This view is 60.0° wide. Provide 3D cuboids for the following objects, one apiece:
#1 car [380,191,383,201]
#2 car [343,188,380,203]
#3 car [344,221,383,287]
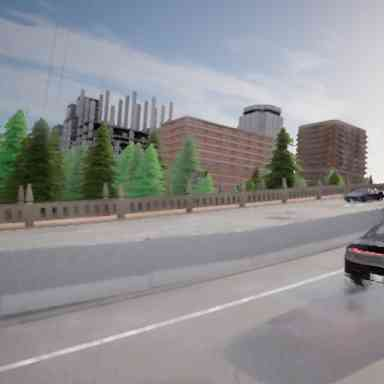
[{"bbox_3d":[20.220,0.331,31.595,4.718,1.301,1.895,-3,2,-36],"label":"car"},{"bbox_3d":[17.729,0.321,34.119,5.357,1.411,2.033,-3,2,-36],"label":"car"},{"bbox_3d":[5.462,1.328,7.725,4.902,1.511,2.128,-3,1,-36],"label":"car"}]
